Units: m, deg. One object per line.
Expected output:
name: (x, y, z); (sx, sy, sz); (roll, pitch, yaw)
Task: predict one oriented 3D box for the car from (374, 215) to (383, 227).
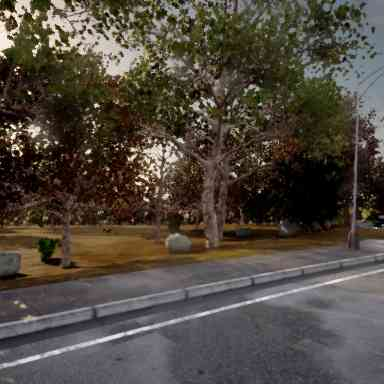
car: (22.307, 3.398, 38.488); (2.033, 1.411, 5.357); (1, -3, 33)
